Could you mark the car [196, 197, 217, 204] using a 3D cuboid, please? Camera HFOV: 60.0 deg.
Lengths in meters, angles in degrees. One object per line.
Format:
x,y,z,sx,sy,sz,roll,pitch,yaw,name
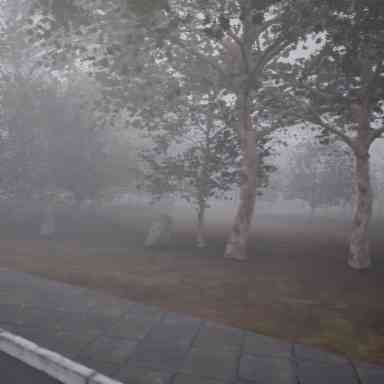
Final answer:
3.491,2.160,91.442,2.435,2.045,5.566,5,1,43,car
